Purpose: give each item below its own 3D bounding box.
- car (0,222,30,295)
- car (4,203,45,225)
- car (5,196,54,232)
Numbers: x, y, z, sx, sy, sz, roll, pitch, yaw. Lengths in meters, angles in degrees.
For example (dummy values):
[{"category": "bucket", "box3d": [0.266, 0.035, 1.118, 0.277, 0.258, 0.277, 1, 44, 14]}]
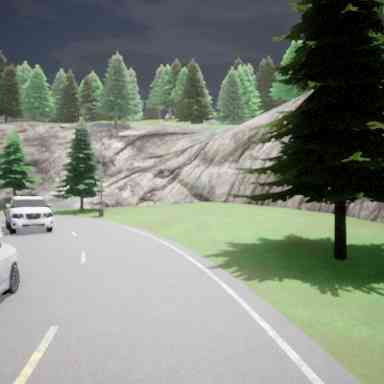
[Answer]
[{"category": "car", "box3d": [-4.540, 1.543, 5.964, 1.812, 1.442, 4.674, 0, 0, -13]}, {"category": "car", "box3d": [-12.511, 1.541, 24.708, 1.994, 1.385, 4.181, 0, 0, -37]}, {"category": "car", "box3d": [-9.871, 1.276, 20.107, 2.150, 2.045, 5.566, 0, 0, -31]}]
